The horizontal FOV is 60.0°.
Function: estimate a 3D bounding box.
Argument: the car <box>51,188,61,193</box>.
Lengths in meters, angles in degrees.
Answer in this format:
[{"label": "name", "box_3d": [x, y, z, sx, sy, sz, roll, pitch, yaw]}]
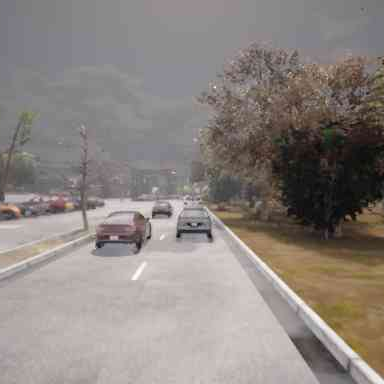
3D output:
[{"label": "car", "box_3d": [-34.164, 0.089, 83.717, 2.435, 2.045, 5.566, 6, -3, -19]}]

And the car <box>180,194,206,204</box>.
[{"label": "car", "box_3d": [0.108, 1.409, 37.870, 2.150, 2.045, 5.566, 0, -1, 0]}]

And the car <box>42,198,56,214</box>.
[{"label": "car", "box_3d": [-16.819, 1.674, 33.904, 4.792, 1.488, 2.163, -1, 0, -20]}]

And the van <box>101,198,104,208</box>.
[{"label": "van", "box_3d": [-16.603, 1.579, 51.996, 4.442, 1.987, 1.878, -1, -1, -19]}]

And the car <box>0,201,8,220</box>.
[{"label": "car", "box_3d": [-16.771, 1.448, 24.925, 4.553, 1.767, 2.185, -1, 0, -20]}]

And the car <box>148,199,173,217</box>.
[{"label": "car", "box_3d": [-2.896, 1.693, 33.059, 2.033, 1.411, 5.357, 0, 0, 0]}]

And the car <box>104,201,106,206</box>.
[{"label": "car", "box_3d": [-16.628, 1.707, 54.972, 4.553, 1.767, 2.185, -1, 0, -19]}]

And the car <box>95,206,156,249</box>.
[{"label": "car", "box_3d": [-2.898, 1.556, 14.688, 1.812, 1.442, 4.674, 0, 0, 0]}]

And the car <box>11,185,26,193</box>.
[{"label": "car", "box_3d": [-43.203, -0.477, 83.771, 2.231, 1.521, 4.892, 6, -3, -19]}]

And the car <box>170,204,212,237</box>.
[{"label": "car", "box_3d": [0.103, 1.593, 18.238, 2.033, 1.411, 5.357, 0, 0, 0]}]

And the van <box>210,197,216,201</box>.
[{"label": "van", "box_3d": [4.277, 1.644, 95.378, 4.442, 1.987, 1.878, 1, 0, -14]}]

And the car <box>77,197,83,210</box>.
[{"label": "car", "box_3d": [-16.770, 1.764, 42.925, 4.674, 1.452, 2.002, -1, 0, -20]}]

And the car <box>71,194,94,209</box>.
[{"label": "car", "box_3d": [-16.791, 1.500, 45.923, 5.566, 2.045, 2.435, -1, 0, -20]}]

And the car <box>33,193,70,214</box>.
[{"label": "car", "box_3d": [-16.820, 1.420, 36.910, 5.566, 2.045, 2.435, -1, 0, -20]}]

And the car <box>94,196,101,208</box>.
[{"label": "car", "box_3d": [-16.718, 1.527, 48.960, 5.566, 2.045, 2.435, -1, -1, -20]}]

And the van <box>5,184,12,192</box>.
[{"label": "van", "box_3d": [-46.148, -0.976, 83.715, 1.878, 1.987, 4.442, 7, -3, -19]}]

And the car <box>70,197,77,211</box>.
[{"label": "car", "box_3d": [-16.959, 1.696, 39.858, 5.366, 1.575, 1.946, -1, 0, -20]}]

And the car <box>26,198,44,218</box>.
[{"label": "car", "box_3d": [-16.804, 1.621, 30.920, 4.892, 1.521, 2.231, -1, -1, -20]}]

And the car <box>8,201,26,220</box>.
[{"label": "car", "box_3d": [-16.832, 1.471, 27.911, 4.553, 1.767, 2.185, -1, -1, -20]}]

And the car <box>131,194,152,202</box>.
[{"label": "car", "box_3d": [-14.450, 1.940, 92.778, 4.792, 1.488, 2.163, -1, 0, -15]}]
